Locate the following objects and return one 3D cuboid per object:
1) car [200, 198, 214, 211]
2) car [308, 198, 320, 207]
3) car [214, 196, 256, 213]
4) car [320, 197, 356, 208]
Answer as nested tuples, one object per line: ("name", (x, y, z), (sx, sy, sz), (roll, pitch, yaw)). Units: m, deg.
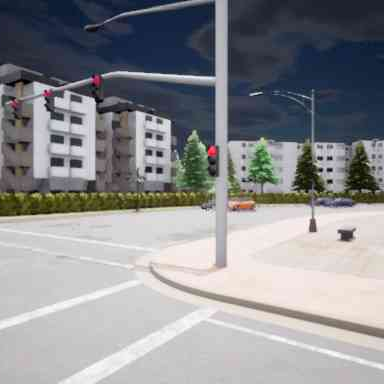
("car", (3.080, 1.472, 40.030), (4.892, 1.490, 1.837), (0, 0, -42))
("car", (19.880, 1.524, 50.591), (4.674, 1.442, 1.812), (0, 0, -20))
("car", (5.084, 1.325, 37.124), (4.553, 1.767, 2.097), (0, 0, -42))
("car", (21.081, 1.536, 47.303), (4.674, 1.442, 1.812), (0, 0, -20))
